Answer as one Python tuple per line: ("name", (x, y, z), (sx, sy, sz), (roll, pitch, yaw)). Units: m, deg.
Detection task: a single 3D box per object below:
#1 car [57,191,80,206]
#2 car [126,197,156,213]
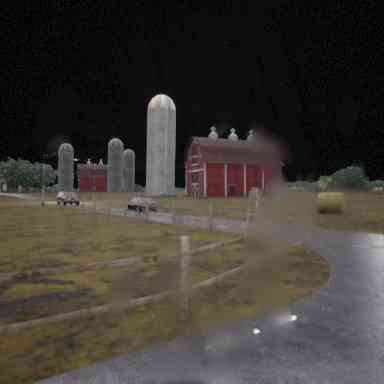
("car", (-18.607, 0.946, 49.890), (2.150, 2.045, 5.566), (2, 0, -35))
("car", (-5.739, 1.299, 36.457), (2.097, 1.767, 4.553), (2, -1, -35))
